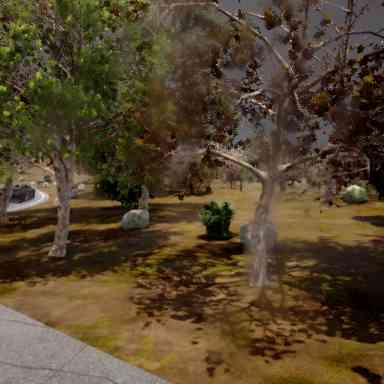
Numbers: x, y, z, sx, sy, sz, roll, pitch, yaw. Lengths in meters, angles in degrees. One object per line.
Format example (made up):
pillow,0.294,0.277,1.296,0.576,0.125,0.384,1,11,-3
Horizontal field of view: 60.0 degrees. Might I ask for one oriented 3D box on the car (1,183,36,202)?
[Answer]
car,-15.324,-0.060,29.545,1.837,1.490,4.892,5,4,-12
